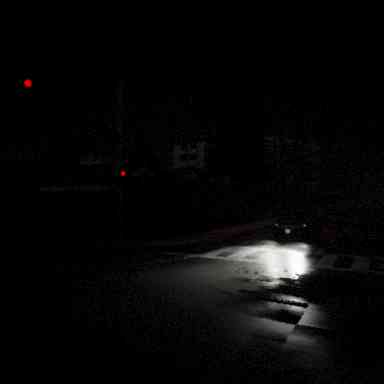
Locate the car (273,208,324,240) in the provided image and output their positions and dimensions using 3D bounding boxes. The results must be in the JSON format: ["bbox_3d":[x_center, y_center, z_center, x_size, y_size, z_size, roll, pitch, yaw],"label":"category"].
[{"bbox_3d":[5.894,1.646,18.201,2.128,1.511,4.902,-1,-1,31],"label":"car"}]
